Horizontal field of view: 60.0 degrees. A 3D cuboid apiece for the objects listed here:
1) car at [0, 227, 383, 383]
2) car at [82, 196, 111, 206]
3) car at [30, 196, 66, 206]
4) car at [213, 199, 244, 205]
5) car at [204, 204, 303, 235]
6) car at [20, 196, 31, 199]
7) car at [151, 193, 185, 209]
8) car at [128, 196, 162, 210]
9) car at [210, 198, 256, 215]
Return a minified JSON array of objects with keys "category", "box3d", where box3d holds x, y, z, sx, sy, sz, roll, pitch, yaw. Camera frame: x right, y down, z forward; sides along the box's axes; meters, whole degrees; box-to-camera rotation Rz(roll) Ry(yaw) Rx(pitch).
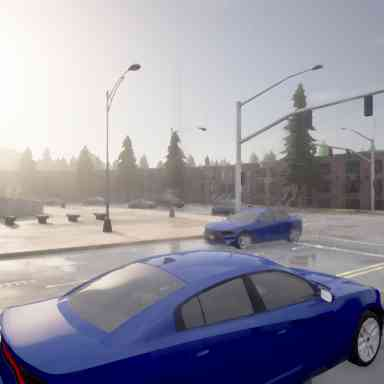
[{"category":"car","box3d":[0.427,1.478,4.100,5.008,1.535,1.882,0,0,-35]},{"category":"car","box3d":[-15.240,1.477,53.128,5.008,1.535,1.882,0,0,25]},{"category":"car","box3d":[-22.234,1.528,52.308,4.902,1.511,2.128,0,0,16]},{"category":"car","box3d":[3.640,1.562,30.634,1.994,1.385,4.181,0,0,-36]},{"category":"car","box3d":[2.762,1.477,14.409,5.008,1.535,1.882,0,1,-37]},{"category":"car","box3d":[-29.923,1.505,60.651,4.892,1.490,1.837,0,0,5]},{"category":"car","box3d":[-3.493,1.219,45.018,5.566,2.045,2.150,1,0,42]},{"category":"car","box3d":[-6.369,1.564,42.932,4.181,1.385,1.994,0,0,42]},{"category":"car","box3d":[4.307,1.478,35.629,1.882,1.535,5.008,0,0,-37]}]
